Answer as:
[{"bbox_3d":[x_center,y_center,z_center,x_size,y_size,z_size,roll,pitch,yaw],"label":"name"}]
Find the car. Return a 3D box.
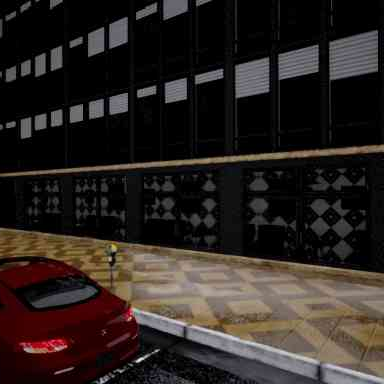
[{"bbox_3d":[-2.578,1.582,4.665,4.206,1.307,1.802,0,0,35],"label":"car"}]
